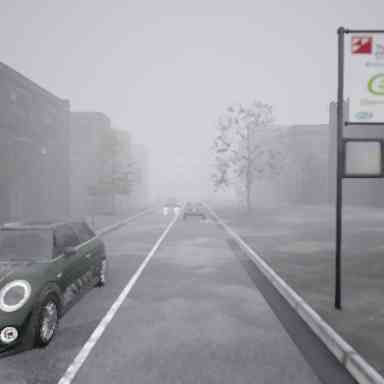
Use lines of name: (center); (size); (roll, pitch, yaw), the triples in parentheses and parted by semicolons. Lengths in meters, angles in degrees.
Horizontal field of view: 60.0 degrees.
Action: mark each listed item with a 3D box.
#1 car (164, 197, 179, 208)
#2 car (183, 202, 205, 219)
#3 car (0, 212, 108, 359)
car: (-2.935, 1.481, 48.311); (1.837, 1.490, 4.892); (0, 0, 0)
car: (0.177, 1.534, 28.977); (2.033, 1.411, 5.357); (0, 0, 0)
car: (-3.104, 1.349, 6.239); (2.097, 1.767, 4.553); (0, 0, 0)
